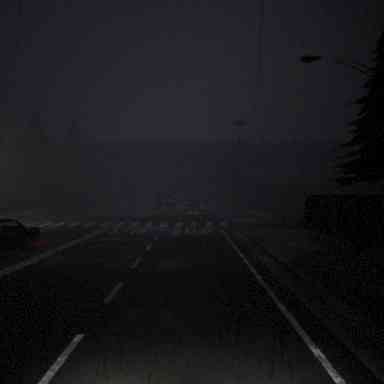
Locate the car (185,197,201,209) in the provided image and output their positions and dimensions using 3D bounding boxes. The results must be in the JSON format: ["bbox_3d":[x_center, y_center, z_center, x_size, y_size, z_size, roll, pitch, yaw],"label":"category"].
[{"bbox_3d":[0.115,1.479,43.780,1.837,1.490,4.892,0,-1,0],"label":"car"}]

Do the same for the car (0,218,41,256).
[{"bbox_3d":[-7.033,1.596,11.152,1.895,1.301,4.718,0,0,1],"label":"car"}]

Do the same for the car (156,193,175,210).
[{"bbox_3d":[-3.383,1.188,43.021,2.150,2.045,5.566,0,0,0],"label":"car"}]
